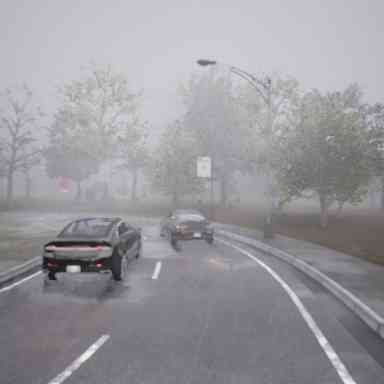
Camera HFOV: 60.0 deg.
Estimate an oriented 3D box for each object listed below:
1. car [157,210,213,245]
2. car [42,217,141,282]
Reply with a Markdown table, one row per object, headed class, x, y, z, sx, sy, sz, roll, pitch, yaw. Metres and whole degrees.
| class | x | y | z | sx | sy | sz | roll | pitch | yaw |
| --- | --- | --- | --- | --- | --- | --- | --- | --- | --- |
| car | -0.382 | 1.541 | 15.521 | 1.812 | 1.442 | 4.674 | 1 | 0 | -15 |
| car | -2.648 | 1.486 | 9.762 | 2.128 | 1.511 | 4.902 | 1 | 0 | -1 |
